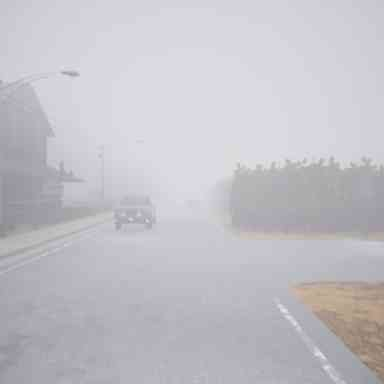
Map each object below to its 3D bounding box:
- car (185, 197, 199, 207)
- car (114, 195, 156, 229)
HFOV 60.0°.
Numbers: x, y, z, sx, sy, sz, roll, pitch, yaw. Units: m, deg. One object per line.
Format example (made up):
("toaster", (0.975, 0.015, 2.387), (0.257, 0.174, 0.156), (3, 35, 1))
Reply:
("car", (-0.001, 1.476, 50.176), (1.812, 1.442, 4.674), (0, 0, 0))
("car", (-3.573, 1.200, 21.720), (2.150, 2.045, 5.566), (0, 0, -2))
